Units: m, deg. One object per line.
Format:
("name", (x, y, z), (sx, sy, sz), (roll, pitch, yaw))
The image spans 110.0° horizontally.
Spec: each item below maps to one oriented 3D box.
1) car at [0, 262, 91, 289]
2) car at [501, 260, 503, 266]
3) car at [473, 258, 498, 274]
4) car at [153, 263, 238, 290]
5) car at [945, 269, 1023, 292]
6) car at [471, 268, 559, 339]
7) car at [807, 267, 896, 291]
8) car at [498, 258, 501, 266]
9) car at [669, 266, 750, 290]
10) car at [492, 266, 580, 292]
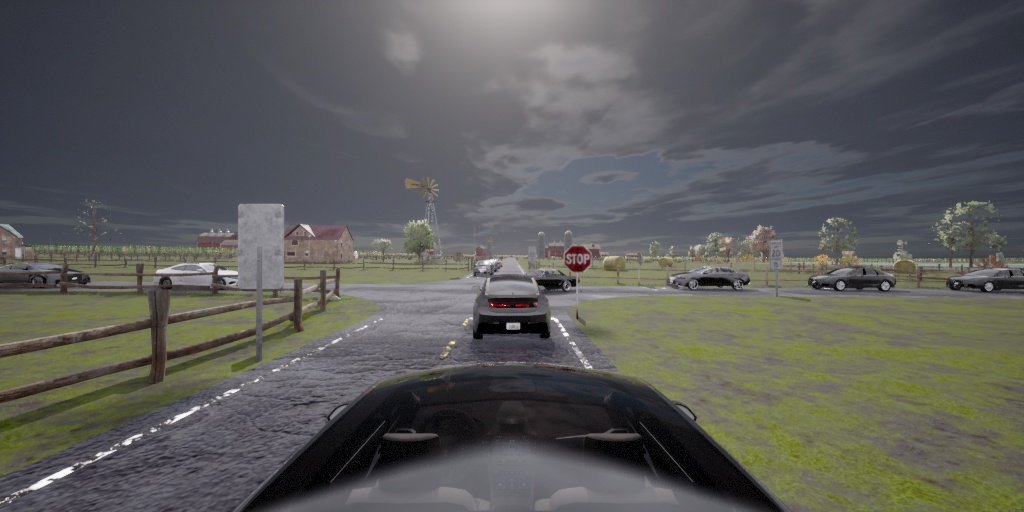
("car", (-26.361, 1.048, 19.936), (4.181, 1.385, 1.994), (1, -1, -1))
("car", (-2.813, 1.240, 55.773), (2.128, 1.511, 4.902), (0, 0, 0))
("car", (-2.854, 1.243, 36.785), (2.128, 1.511, 4.902), (0, 0, 0))
("car", (-17.241, 1.103, 20.057), (4.674, 1.442, 1.812), (1, -1, -1))
("car", (31.706, 1.587, 23.660), (4.892, 1.490, 1.837), (1, -1, -1))
("car", (-0.073, 1.256, 10.098), (1.837, 1.490, 4.892), (0, 0, -2))
("car", (22.203, 1.499, 23.540), (4.892, 1.490, 1.837), (1, -1, -1))
("car", (-2.845, 1.241, 46.231), (2.128, 1.511, 4.902), (0, 0, 0))
("car", (12.801, 1.397, 23.370), (4.902, 1.511, 2.128), (1, -1, -2))
("car", (1.502, 1.369, 20.144), (4.718, 1.301, 1.895), (1, 0, -35))
